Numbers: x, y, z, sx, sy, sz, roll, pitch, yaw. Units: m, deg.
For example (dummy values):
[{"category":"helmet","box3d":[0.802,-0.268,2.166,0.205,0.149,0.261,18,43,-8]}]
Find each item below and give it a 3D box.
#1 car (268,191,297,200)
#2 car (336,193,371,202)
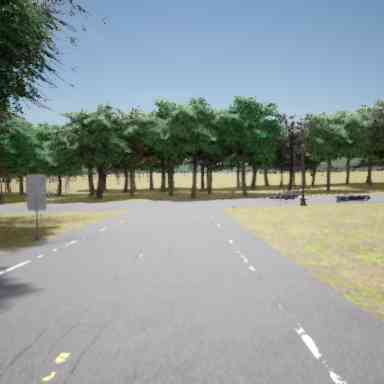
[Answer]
[{"category":"car","box3d":[15.725,0.629,58.071,4.902,1.511,2.128,-3,3,0]},{"category":"car","box3d":[24.776,0.826,51.073,4.718,1.301,1.895,-2,3,0]}]
